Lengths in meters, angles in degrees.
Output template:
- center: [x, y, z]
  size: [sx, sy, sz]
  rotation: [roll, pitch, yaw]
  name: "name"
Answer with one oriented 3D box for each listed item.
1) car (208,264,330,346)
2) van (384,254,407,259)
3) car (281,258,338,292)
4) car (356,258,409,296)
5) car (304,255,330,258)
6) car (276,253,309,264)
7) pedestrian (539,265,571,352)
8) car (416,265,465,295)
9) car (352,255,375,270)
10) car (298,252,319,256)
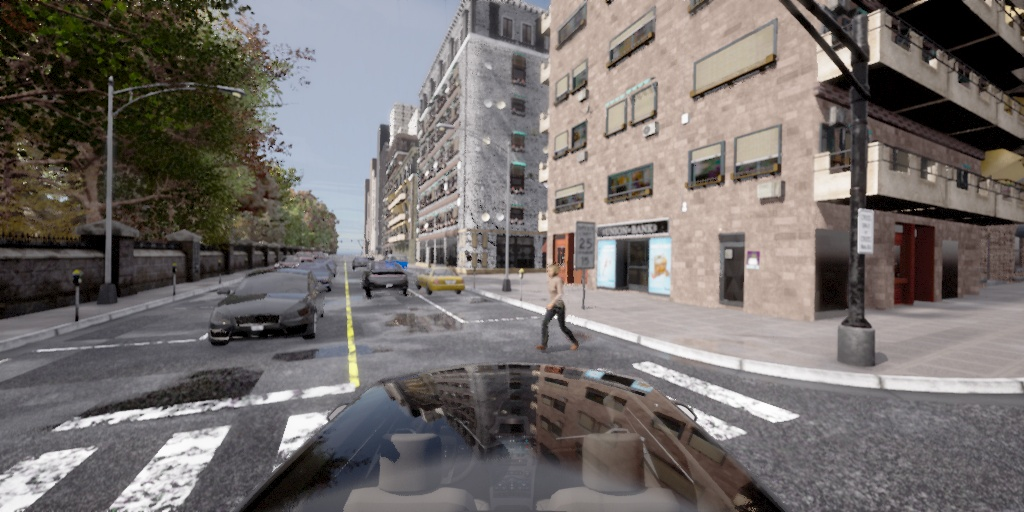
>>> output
- center: [-5.886, 1.106, 9.106]
  size: [1.837, 1.490, 4.892]
  rotation: [1, 0, -24]
  name: "car"
- center: [-10.735, 0.746, 33.191]
  size: [1.690, 1.789, 3.998]
  rotation: [0, 0, -25]
  name: "van"
- center: [-10.308, 1.027, 18.631]
  size: [2.033, 1.411, 5.357]
  rotation: [1, 0, -25]
  name: "car"
- center: [-6.326, 1.044, 17.648]
  size: [2.128, 1.511, 4.902]
  rotation: [1, 0, -25]
  name: "car"
- center: [-14.820, 0.905, 28.296]
  size: [2.033, 1.411, 5.357]
  rotation: [1, 0, -25]
  name: "car"
- center: [-18.325, 0.730, 29.639]
  size: [1.967, 1.591, 4.097]
  rotation: [0, 0, -25]
  name: "car"
- center: [0.881, 1.020, 7.309]
  size: [0.375, 1.860, 0.375]
  rotation: [1, 0, -25]
  name: "pedestrian"
- center: [-3.772, 1.122, 18.293]
  size: [1.751, 1.417, 4.829]
  rotation: [0, 0, -25]
  name: "car"
- center: [-16.842, 0.817, 40.084]
  size: [2.033, 1.411, 5.357]
  rotation: [1, 0, -25]
  name: "car"
- center: [-23.016, 0.480, 39.673]
  size: [2.192, 1.841, 5.009]
  rotation: [0, 0, -25]
  name: "car"
